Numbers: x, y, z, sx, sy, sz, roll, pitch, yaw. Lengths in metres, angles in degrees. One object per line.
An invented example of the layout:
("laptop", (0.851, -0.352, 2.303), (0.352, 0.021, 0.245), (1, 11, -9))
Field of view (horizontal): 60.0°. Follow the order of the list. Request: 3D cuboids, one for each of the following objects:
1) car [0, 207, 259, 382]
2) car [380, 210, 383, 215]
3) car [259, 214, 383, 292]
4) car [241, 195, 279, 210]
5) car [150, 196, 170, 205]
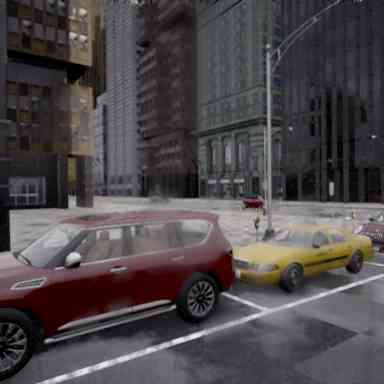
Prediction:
("car", (-1.493, 1.297, 5.589), (5.009, 1.841, 2.192), (-1, 0, -36))
("car", (7.628, 1.317, 12.096), (4.097, 1.590, 1.967), (-1, 0, -36))
("car", (2.931, 1.456, 8.744), (4.829, 1.417, 1.752), (-1, 0, -36))
("car", (7.840, 1.164, 38.317), (2.097, 1.767, 4.553), (-1, 0, -35))
("car", (-5.586, 1.386, 57.300), (1.837, 1.490, 4.892), (-1, 0, -35))
